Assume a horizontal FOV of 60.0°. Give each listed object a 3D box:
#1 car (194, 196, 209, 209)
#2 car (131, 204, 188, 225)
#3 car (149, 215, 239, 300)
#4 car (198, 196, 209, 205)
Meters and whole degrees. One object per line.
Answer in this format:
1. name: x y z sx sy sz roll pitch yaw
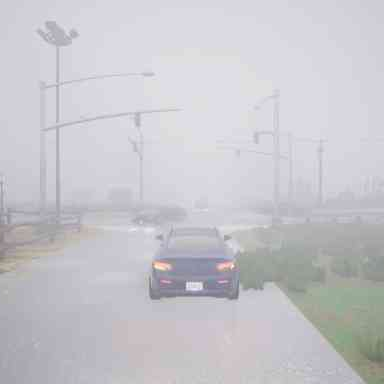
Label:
1. car: 1.380 1.513 45.846 2.033 1.411 5.357 0 0 2
2. car: -2.150 1.547 23.794 2.033 1.411 5.357 0 0 25
3. car: 0.044 1.526 8.271 1.812 1.442 4.674 0 0 0
4. car: 2.129 1.513 61.249 2.033 1.411 5.357 0 0 3
